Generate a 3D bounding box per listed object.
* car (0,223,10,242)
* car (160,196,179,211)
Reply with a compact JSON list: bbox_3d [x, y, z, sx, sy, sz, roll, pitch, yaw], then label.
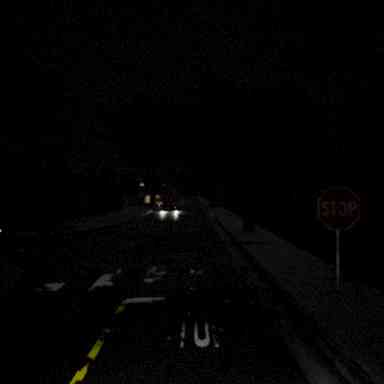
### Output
[{"bbox_3d":[-11.041,1.858,15.778,4.181,1.385,1.994,-2,-1,3],"label":"car"},{"bbox_3d":[-2.706,1.333,40.744,2.097,1.767,4.553,0,0,0],"label":"car"}]
